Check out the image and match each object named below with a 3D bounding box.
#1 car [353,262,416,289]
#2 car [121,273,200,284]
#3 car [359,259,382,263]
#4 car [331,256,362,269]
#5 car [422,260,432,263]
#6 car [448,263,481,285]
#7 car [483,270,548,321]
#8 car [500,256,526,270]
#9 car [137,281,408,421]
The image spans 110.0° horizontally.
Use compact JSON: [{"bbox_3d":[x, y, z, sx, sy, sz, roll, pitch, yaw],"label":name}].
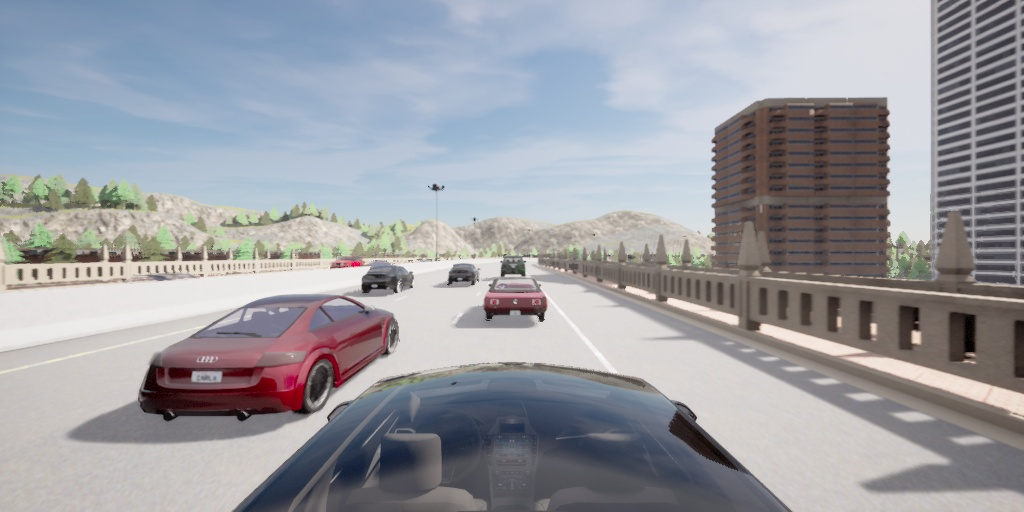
[{"bbox_3d":[-6.899,1.259,20.407,1.837,1.490,4.892,0,0,0],"label":"car"},{"bbox_3d":[-14.096,1.355,14.110,1.895,1.301,4.718,0,0,0],"label":"car"},{"bbox_3d":[-17.514,1.309,46.892,2.033,1.411,5.357,0,0,0],"label":"car"},{"bbox_3d":[-21.023,0.986,46.110,2.150,2.045,5.566,0,0,1],"label":"car"},{"bbox_3d":[-13.997,1.367,58.485,2.033,1.411,5.357,0,0,0],"label":"car"},{"bbox_3d":[-3.401,1.260,25.835,1.837,1.490,4.892,0,0,0],"label":"car"},{"bbox_3d":[0.101,1.353,12.523,1.895,1.301,4.718,0,0,0],"label":"car"},{"bbox_3d":[0.101,0.978,32.252,2.150,2.045,5.566,0,0,0],"label":"car"},{"bbox_3d":[-3.399,1.315,6.001,1.994,1.385,4.181,0,0,0],"label":"car"}]
